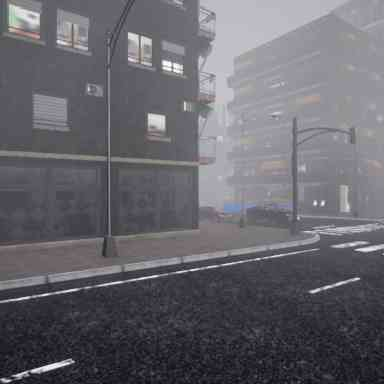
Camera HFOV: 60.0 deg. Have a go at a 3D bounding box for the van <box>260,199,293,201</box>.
[{"bbox_3d":[8.491,1.612,33.576,1.690,1.788,3.998,-1,0,-36],"label":"van"}]

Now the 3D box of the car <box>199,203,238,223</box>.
[{"bbox_3d":[1.756,1.881,28.652,1.802,1.307,4.206,-1,0,-36],"label":"car"}]

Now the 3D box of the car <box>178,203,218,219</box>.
[{"bbox_3d":[0.543,1.927,34.645,1.994,1.385,4.181,0,-1,-36],"label":"car"}]

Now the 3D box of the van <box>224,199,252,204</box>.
[{"bbox_3d":[5.172,1.685,38.088,1.690,1.788,3.998,-1,0,-36],"label":"van"}]

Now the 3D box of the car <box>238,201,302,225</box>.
[{"bbox_3d":[6.434,1.724,26.644,2.128,1.511,4.902,0,-1,-37],"label":"car"}]
